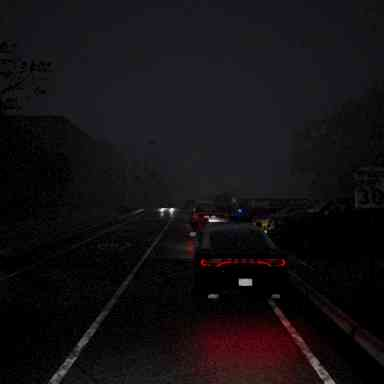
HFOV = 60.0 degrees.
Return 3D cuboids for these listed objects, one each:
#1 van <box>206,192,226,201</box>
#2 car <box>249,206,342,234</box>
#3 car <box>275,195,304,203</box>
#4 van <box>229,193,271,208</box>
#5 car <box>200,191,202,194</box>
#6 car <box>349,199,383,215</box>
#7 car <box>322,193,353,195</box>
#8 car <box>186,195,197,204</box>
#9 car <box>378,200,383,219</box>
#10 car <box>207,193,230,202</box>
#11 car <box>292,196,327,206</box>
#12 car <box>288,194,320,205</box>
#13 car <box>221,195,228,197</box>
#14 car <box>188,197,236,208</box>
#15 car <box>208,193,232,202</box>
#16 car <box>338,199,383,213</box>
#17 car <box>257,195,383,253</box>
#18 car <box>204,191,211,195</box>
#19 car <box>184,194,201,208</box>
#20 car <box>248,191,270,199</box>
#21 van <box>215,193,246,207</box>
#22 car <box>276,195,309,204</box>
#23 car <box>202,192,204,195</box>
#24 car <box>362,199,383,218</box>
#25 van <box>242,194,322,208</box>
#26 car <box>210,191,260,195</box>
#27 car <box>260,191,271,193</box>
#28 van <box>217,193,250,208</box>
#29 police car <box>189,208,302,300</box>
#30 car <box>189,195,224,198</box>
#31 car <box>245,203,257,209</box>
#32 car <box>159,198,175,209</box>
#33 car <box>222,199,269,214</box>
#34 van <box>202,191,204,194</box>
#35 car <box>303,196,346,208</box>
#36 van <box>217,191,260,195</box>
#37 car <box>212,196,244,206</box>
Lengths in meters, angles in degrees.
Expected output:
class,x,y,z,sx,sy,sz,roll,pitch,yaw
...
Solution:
class,x,y,z,sx,sy,sz,roll,pitch,yaw
van,5.446,0.994,74.892,4.442,1.987,1.878,0,0,0
car,5.709,1.539,18.820,4.674,1.452,2.002,0,0,0
car,18.676,1.300,64.086,4.892,1.521,2.231,0,0,0
van,5.568,1.277,27.233,4.442,1.987,1.878,0,0,0
car,5.705,1.097,91.713,5.366,1.575,1.946,0,0,0
car,18.719,1.527,33.545,4.792,1.488,2.163,0,0,0
car,18.706,1.221,39.102,5.566,2.045,2.435,0,0,0
car,-0.070,1.359,59.152,1.837,1.490,4.892,0,0,0
car,18.757,1.503,27.996,5.008,1.535,2.097,0,0,0
car,5.546,1.135,69.287,4.553,1.767,2.185,0,0,0
car,18.670,1.408,52.982,4.792,1.488,2.163,0,0,0
car,18.723,1.233,55.759,4.553,1.767,2.185,0,0,0
car,5.663,1.475,38.449,4.892,1.521,2.231,0,0,0
car,0.953,1.357,18.485,2.097,1.767,4.553,0,0,0
car,5.553,1.155,66.483,4.553,1.767,2.185,0,0,0
car,18.770,1.515,36.328,4.792,1.488,2.163,0,0,0
car,5.693,1.243,13.213,5.566,2.045,2.435,0,0,0
car,5.570,1.069,60.876,5.566,2.045,2.435,0,0,0
car,-0.037,1.408,45.969,1.882,1.535,5.008,0,0,0
car,18.570,0.848,91.969,5.566,2.045,2.435,0,0,0
van,5.744,1.175,49.664,4.442,1.987,1.878,0,0,0
car,18.492,1.316,61.309,5.366,1.575,1.946,0,0,0
car,5.550,1.200,77.697,5.008,1.535,2.097,0,0,0
car,18.940,1.497,30.774,5.366,1.575,1.946,0,0,0
van,5.816,1.275,21.623,4.442,1.987,1.878,0,0,0
car,5.614,1.190,44.056,5.566,2.045,2.435,0,0,0
car,18.577,0.867,89.307,5.566,2.045,2.435,0,0,0
van,5.751,1.195,46.860,4.442,1.987,1.878,0,0,0
police car,0.966,1.432,8.613,1.930,1.638,5.238,0,0,0
car,0.947,1.350,24.493,2.097,1.767,4.553,0,0,0
car,5.528,1.493,16.016,5.366,1.575,1.946,0,0,0
car,-3.302,1.499,44.732,1.994,1.385,4.181,0,0,0
car,5.661,1.527,35.646,4.674,1.452,2.002,0,0,0
van,5.417,0.914,86.105,4.442,1.987,1.878,0,0,0
car,18.899,1.415,47.431,5.366,1.575,1.946,0,0,0
van,5.766,1.235,41.256,4.442,1.987,1.878,0,0,0
car,5.614,1.382,52.468,4.892,1.521,2.231,0,0,0
